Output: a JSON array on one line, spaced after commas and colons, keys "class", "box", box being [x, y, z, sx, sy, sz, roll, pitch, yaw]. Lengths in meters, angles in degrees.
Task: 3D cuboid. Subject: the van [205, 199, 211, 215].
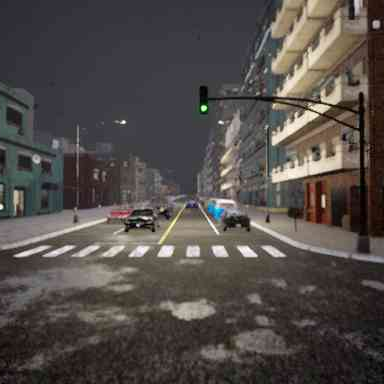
[{"class": "van", "box": [2.712, 1.659, 38.252, 1.690, 1.788, 3.998, 1, 0, 0]}]

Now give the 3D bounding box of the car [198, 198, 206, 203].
[{"class": "car", "box": [2.718, 2.238, 88.476, 2.008, 1.369, 4.403, 1, 0, 0]}]

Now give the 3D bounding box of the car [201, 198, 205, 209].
[{"class": "car", "box": [2.711, 1.932, 49.581, 1.752, 1.417, 4.829, 1, 0, 0]}]

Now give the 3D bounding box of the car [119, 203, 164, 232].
[{"class": "car", "box": [-3.089, 1.686, 21.418, 1.837, 1.490, 4.892, 0, 0, 0]}]

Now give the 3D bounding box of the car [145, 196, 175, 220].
[{"class": "car", "box": [-3.083, 1.484, 31.497, 2.150, 2.045, 5.566, 0, 0, 0]}]

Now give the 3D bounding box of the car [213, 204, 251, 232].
[{"class": "car", "box": [2.706, 1.733, 21.509, 2.008, 1.369, 4.403, 1, 0, 0]}]

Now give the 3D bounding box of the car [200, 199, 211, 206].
[{"class": "car", "box": [2.714, 2.096, 66.153, 1.947, 1.339, 4.313, 1, 0, 0]}]

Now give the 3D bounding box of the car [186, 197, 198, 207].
[{"class": "car", "box": [0.010, 1.847, 61.387, 2.097, 1.767, 4.553, 0, 0, 0]}]

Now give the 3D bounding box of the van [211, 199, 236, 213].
[{"class": "van", "box": [2.710, 1.568, 27.090, 1.690, 1.788, 3.998, 1, 0, 0]}]

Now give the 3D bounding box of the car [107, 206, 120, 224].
[{"class": "car", "box": [-5.674, 1.809, 27.054, 1.802, 1.307, 4.206, 1, 0, 0]}]

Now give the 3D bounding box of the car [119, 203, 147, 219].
[{"class": "car", "box": [-5.673, 1.817, 32.635, 1.887, 1.381, 4.507, 1, 0, 0]}]

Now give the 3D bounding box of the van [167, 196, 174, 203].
[{"class": "van", "box": [-5.658, 2.028, 88.437, 1.690, 1.788, 3.998, 1, 0, 0]}]

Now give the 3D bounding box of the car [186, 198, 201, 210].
[{"class": "car", "box": [0.009, 1.984, 51.374, 1.994, 1.385, 4.181, 0, 0, 0]}]

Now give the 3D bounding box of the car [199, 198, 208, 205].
[{"class": "car", "box": [2.716, 2.154, 77.315, 1.887, 1.381, 4.507, 1, 0, 0]}]
